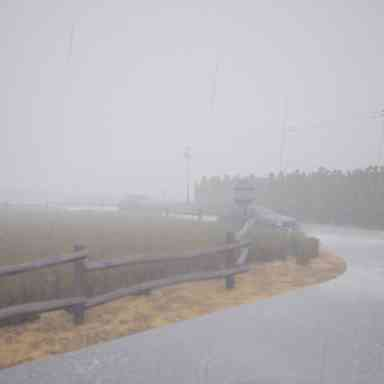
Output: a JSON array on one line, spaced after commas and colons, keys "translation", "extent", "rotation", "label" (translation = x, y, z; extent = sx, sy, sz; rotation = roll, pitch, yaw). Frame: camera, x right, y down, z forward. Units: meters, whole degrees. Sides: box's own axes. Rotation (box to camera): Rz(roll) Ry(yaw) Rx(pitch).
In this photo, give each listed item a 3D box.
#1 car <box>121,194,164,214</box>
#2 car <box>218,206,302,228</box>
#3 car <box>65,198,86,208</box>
[{"translation": [-4.733, 1.204, 31.281], "extent": [2.150, 2.045, 5.566], "rotation": [0, 0, -35], "label": "car"}, {"translation": [3.665, 1.533, 19.348], "extent": [2.033, 1.411, 5.357], "rotation": [0, 0, -33], "label": "car"}, {"translation": [-17.136, 1.585, 48.931], "extent": [1.895, 1.301, 4.718], "rotation": [0, 0, -35], "label": "car"}]
